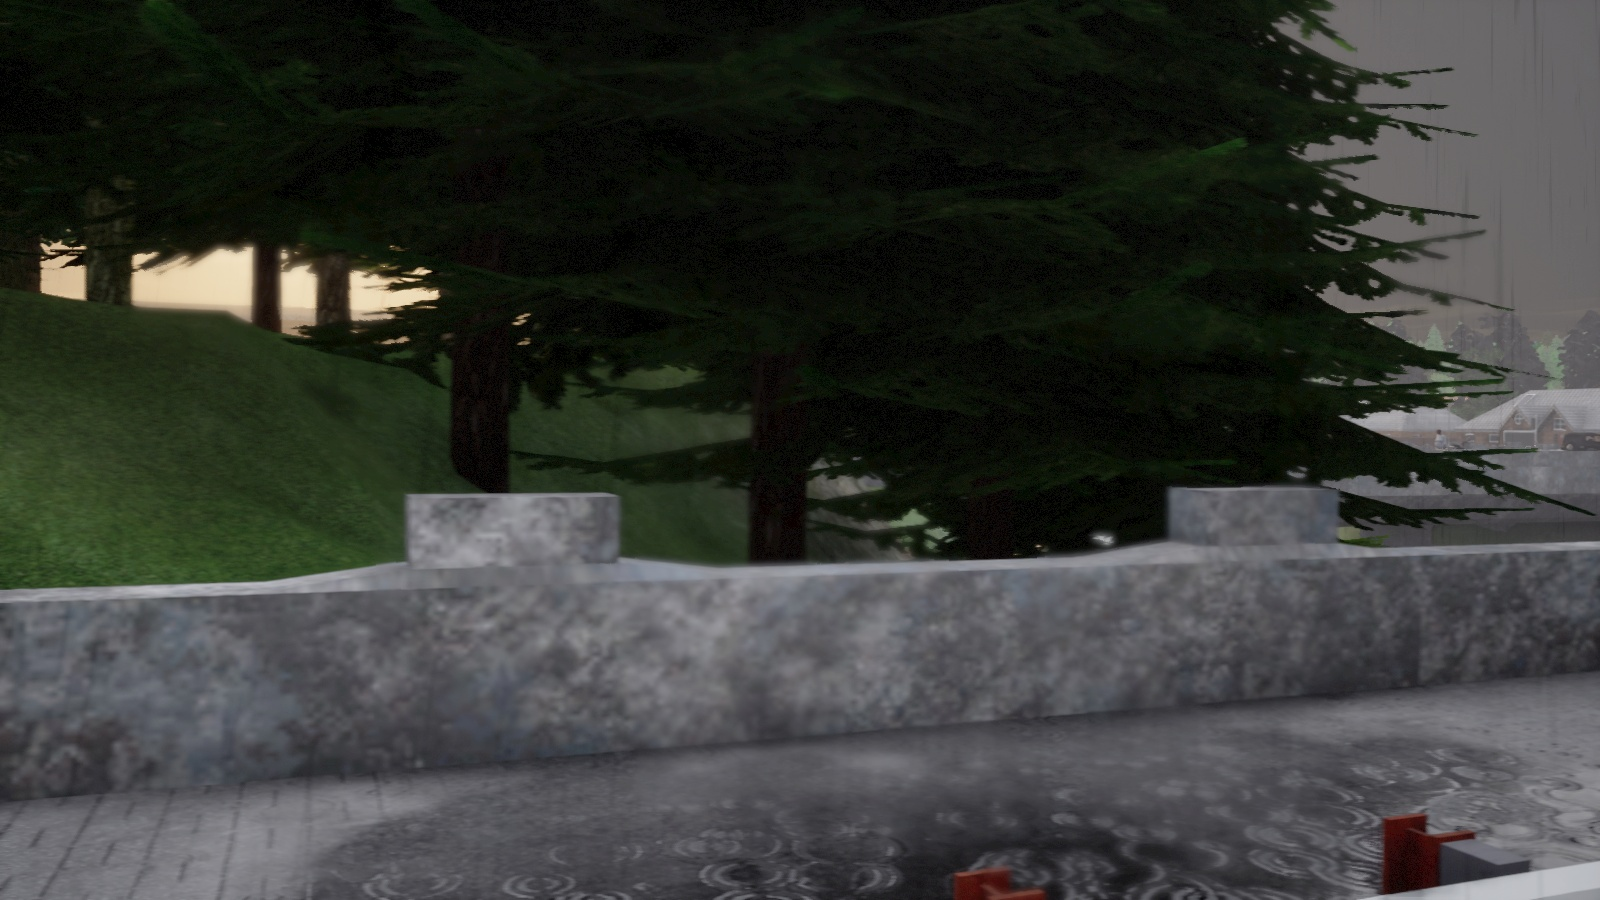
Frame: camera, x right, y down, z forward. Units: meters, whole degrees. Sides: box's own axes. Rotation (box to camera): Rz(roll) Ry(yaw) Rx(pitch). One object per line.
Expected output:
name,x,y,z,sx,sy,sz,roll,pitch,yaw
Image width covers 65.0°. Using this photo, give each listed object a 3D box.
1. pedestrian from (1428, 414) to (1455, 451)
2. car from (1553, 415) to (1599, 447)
pedestrian,32.347,-0.872,63.328,0.900,1.855,0.874,-1,1,-22
car,46.962,-1.126,74.517,3.866,1.878,1.905,-1,1,-21
